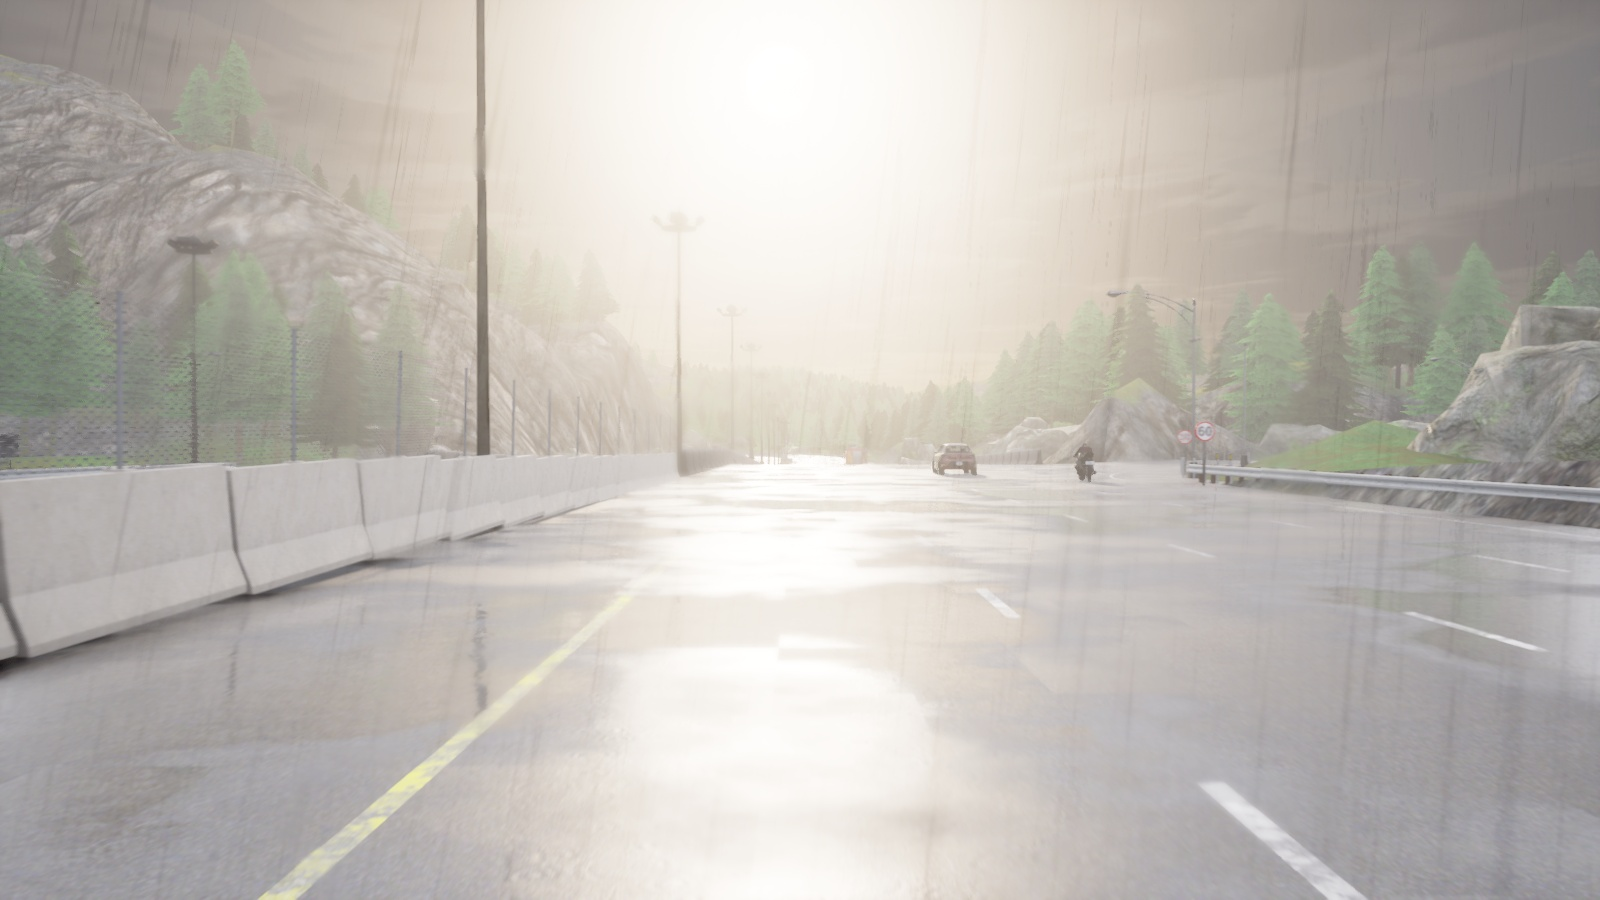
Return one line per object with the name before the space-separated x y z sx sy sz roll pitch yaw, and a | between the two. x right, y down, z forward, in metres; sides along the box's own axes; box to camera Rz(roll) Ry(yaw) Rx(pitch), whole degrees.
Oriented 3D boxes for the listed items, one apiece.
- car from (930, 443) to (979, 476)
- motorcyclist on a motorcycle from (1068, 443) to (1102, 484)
car | 7.257 0.427 59.413 1.816 1.474 4.193 0 0 0
motorcyclist on a motorcycle | 10.854 0.508 47.889 0.866 1.530 2.191 0 0 3
